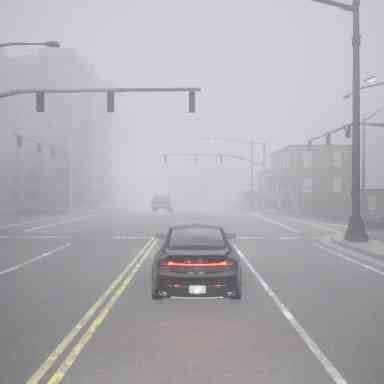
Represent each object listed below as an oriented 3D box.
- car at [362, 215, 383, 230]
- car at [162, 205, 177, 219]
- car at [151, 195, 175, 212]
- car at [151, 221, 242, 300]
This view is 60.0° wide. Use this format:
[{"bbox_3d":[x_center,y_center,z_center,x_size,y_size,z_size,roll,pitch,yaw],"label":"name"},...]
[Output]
[{"bbox_3d":[16.056,2.655,28.274,4.181,1.385,1.994,8,0,0],"label":"car"},{"bbox_3d":[-3.612,3.319,54.039,2.128,1.511,4.902,0,-11,0],"label":"car"},{"bbox_3d":[-3.577,1.336,39.912,2.150,2.045,5.566,0,-3,0],"label":"car"},{"bbox_3d":[0.096,1.505,8.393,1.837,1.490,4.892,0,0,0],"label":"car"}]
